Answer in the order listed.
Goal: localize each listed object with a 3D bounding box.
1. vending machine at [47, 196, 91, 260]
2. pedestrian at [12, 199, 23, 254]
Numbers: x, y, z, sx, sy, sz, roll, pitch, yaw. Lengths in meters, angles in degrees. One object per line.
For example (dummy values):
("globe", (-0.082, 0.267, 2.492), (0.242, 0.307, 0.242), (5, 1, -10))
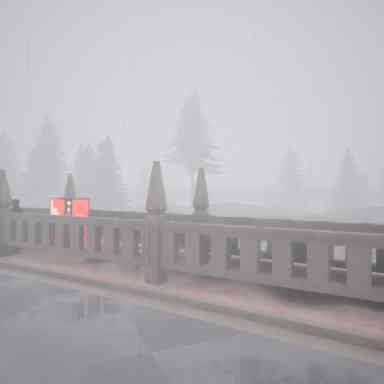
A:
("vending machine", (-4.286, 1.191, 11.640), (0.880, 2.100, 1.100), (1, 0, 30))
("pedestrian", (-5.970, 1.138, 11.249), (0.375, 1.860, 0.375), (1, 1, 29))
